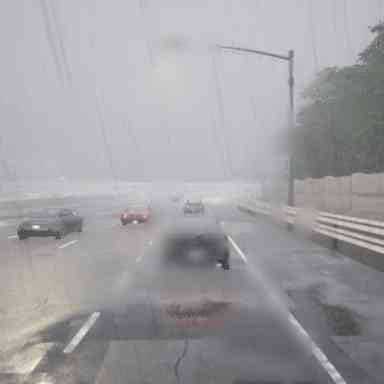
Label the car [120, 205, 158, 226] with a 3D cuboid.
[{"bbox_3d":[-3.446,1.518,22.551,1.895,1.301,4.718,0,0,0],"label":"car"}]

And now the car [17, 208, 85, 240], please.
[{"bbox_3d":[-6.868,1.507,16.665,1.994,1.385,4.181,0,0,0],"label":"car"}]

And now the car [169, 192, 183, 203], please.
[{"bbox_3d":[-3.220,1.223,61.452,1.882,1.535,5.008,0,0,0],"label":"car"}]

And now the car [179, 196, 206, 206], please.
[{"bbox_3d":[0.199,1.374,30.228,2.128,1.511,4.902,0,0,0],"label":"car"}]

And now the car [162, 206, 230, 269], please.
[{"bbox_3d":[0.116,1.447,11.013,1.882,1.535,5.008,0,0,0],"label":"car"}]
